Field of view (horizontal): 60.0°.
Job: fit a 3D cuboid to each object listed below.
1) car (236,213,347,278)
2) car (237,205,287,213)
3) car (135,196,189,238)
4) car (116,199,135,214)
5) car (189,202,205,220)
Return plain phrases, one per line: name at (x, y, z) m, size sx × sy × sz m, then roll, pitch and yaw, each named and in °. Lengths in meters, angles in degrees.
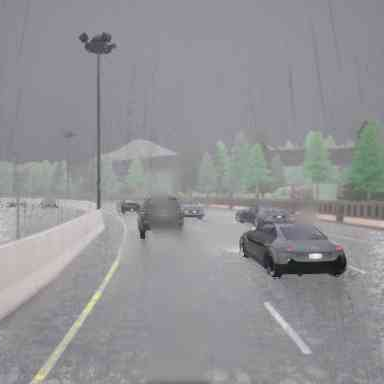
car at (2.839, 1.554, 10.203) m, size 1.994 × 1.385 × 4.181 m, roll 0°, pitch 0°, yaw -6°
car at (4.571, 1.531, 21.897) m, size 2.033 × 1.411 × 5.357 m, roll 0°, pitch 0°, yaw -12°
car at (-1.811, 1.230, 18.121) m, size 2.150 × 2.045 × 5.566 m, roll 0°, pitch 0°, yaw -10°
car at (-6.891, 1.534, 35.757) m, size 1.837 × 1.490 × 4.892 m, roll 0°, pitch 0°, yaw -21°
car at (-0.487, 1.551, 27.789) m, size 2.033 × 1.411 × 5.357 m, roll 0°, pitch 0°, yaw -16°
